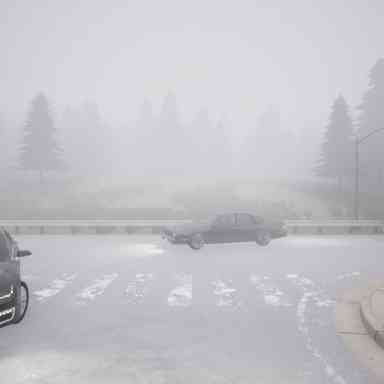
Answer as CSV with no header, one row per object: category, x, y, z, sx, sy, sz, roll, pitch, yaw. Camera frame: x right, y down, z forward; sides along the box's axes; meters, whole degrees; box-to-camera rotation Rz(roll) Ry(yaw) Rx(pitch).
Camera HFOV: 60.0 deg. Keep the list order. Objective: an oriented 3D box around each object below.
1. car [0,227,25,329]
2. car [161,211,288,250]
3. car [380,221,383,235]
car,-4.457,1.505,6.639,1.837,1.490,4.892,0,0,-28
car,1.458,1.547,14.280,5.357,1.411,2.033,0,0,-20
car,11.237,1.491,15.158,4.902,1.511,2.128,0,0,0
